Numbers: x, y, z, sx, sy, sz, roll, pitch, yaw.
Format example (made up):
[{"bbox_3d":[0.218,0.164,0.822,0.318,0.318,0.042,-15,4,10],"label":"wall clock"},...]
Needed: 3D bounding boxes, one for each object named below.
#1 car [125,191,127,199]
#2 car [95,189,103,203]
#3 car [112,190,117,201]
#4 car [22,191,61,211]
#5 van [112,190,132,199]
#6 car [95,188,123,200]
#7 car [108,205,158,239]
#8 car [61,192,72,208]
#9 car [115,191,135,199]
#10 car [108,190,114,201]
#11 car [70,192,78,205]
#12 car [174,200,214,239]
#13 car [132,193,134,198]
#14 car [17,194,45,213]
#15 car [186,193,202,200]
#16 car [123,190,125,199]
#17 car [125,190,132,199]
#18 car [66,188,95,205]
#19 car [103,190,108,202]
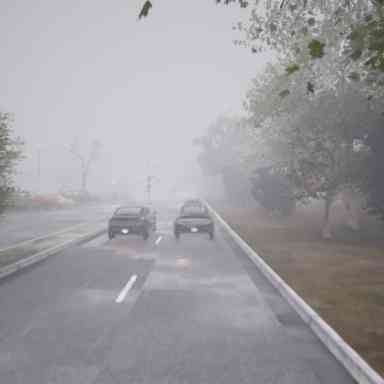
[{"bbox_3d":[-16.782,0.931,70.303,4.674,1.452,2.002,-1,1,-20],"label":"car"},{"bbox_3d":[-16.780,0.874,52.301,4.553,1.767,2.185,-1,1,-20],"label":"car"},{"bbox_3d":[-16.829,0.970,61.282,4.792,1.488,2.163,-1,1,-20],"label":"car"},{"bbox_3d":[-16.798,0.932,34.304,5.566,2.045,2.435,-1,0,-20],"label":"car"},{"bbox_3d":[-16.616,0.615,79.370,4.442,1.987,1.878,-1,0,-19],"label":"van"},{"bbox_3d":[-16.830,0.672,64.284,5.566,2.045,2.435,-1,1,-20],"label":"car"},{"bbox_3d":[-2.903,1.415,16.848,1.837,1.490,4.892,0,1,0],"label":"car"},{"bbox_3d":[-16.643,1.140,37.359,5.366,1.575,1.946,-1,0,-20],"label":"car"},{"bbox_3d":[-16.642,0.701,82.349,4.553,1.767,2.185,-1,1,-19],"label":"car"},{"bbox_3d":[-16.813,0.960,58.298,4.892,1.521,2.231,-1,0,-20],"label":"car"},{"bbox_3d":[-16.989,1.113,40.225,5.366,1.575,1.946,-1,1,-20],"label":"car"},{"bbox_3d":[0.098,1.401,16.900,2.128,1.511,4.902,0,1,0],"label":"car"},{"bbox_3d":[-16.731,0.607,76.334,5.566,2.045,2.435,-1,0,-20],"label":"car"},{"bbox_3d":[-16.794,1.251,31.305,4.792,1.488,2.163,-1,1,-20],"label":"car"},{"bbox_3d":[0.096,1.187,34.980,1.837,1.490,4.892,0,1,0],"label":"car"},{"bbox_3d":[-16.971,0.907,67.236,5.366,1.575,1.946,-1,1,-20],"label":"car"},{"bbox_3d":[-16.803,0.624,73.298,5.566,2.045,2.435,-1,1,-20],"label":"car"},{"bbox_3d":[-16.840,0.800,46.274,5.566,2.045,2.435,-1,1,-20],"label":"car"},{"bbox_3d":[-16.841,0.853,55.287,4.553,1.767,2.185,-1,0,-20],"label":"car"}]
